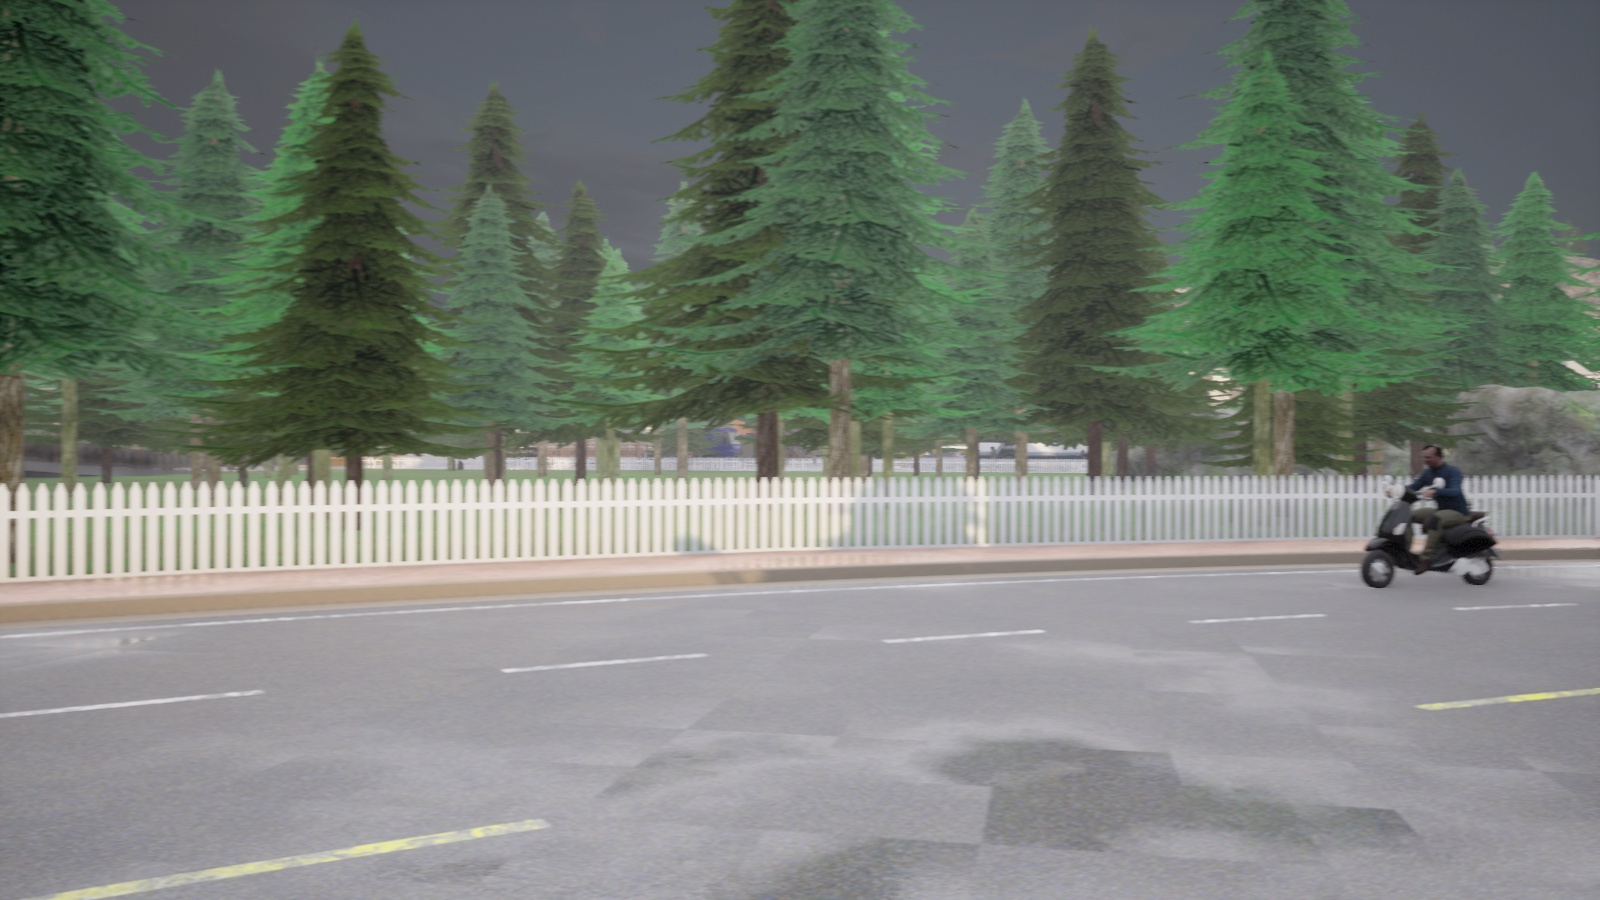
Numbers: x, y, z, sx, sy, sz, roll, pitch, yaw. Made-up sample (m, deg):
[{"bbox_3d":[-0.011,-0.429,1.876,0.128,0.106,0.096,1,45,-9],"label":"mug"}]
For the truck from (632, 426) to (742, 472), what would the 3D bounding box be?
[{"bbox_3d":[-8.675,-0.037,96.488,7.936,3.462,2.891,0,0,13],"label":"truck"}]

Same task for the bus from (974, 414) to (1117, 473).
[{"bbox_3d":[18.361,-0.473,93.802,10.273,4.253,3.944,0,0,13],"label":"bus"}]

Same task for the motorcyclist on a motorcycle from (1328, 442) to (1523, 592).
[{"bbox_3d":[6.942,0.707,13.961,1.817,1.590,0.866,0,0,-15],"label":"motorcyclist on a motorcycle"}]
